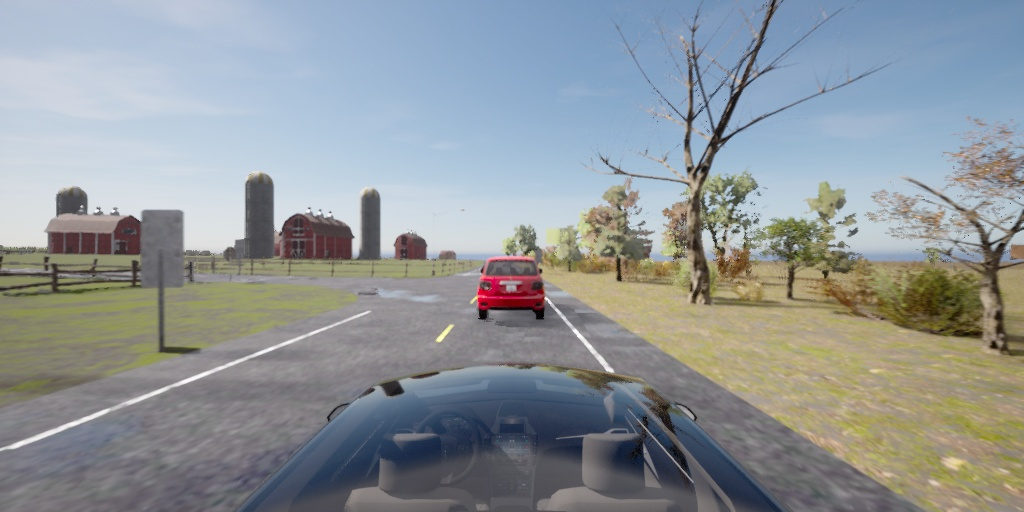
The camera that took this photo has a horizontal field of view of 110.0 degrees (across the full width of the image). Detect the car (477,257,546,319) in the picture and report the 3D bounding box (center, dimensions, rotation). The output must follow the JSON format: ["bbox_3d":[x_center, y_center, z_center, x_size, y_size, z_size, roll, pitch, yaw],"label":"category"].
[{"bbox_3d":[-0.013,1.040,13.211,2.150,2.045,5.566,0,0,0],"label":"car"}]

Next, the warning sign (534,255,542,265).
[{"bbox_3d":[3.112,1.153,49.228,1.300,1.860,1.060,0,0,-1],"label":"warning sign"}]

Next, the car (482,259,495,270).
[{"bbox_3d":[-4.277,1.490,64.734,2.097,1.767,4.553,0,0,-1],"label":"car"}]
